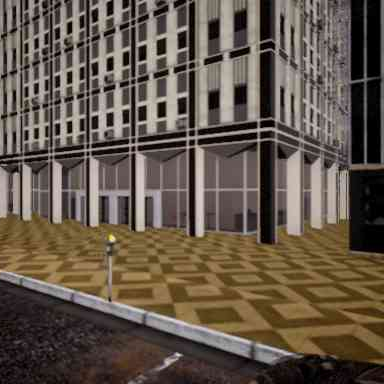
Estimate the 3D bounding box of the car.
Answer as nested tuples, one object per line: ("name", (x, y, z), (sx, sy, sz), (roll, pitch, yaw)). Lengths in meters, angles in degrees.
("car", (1.998, 1.568, 1.453), (4.313, 1.339, 1.947), (0, 0, 35))
